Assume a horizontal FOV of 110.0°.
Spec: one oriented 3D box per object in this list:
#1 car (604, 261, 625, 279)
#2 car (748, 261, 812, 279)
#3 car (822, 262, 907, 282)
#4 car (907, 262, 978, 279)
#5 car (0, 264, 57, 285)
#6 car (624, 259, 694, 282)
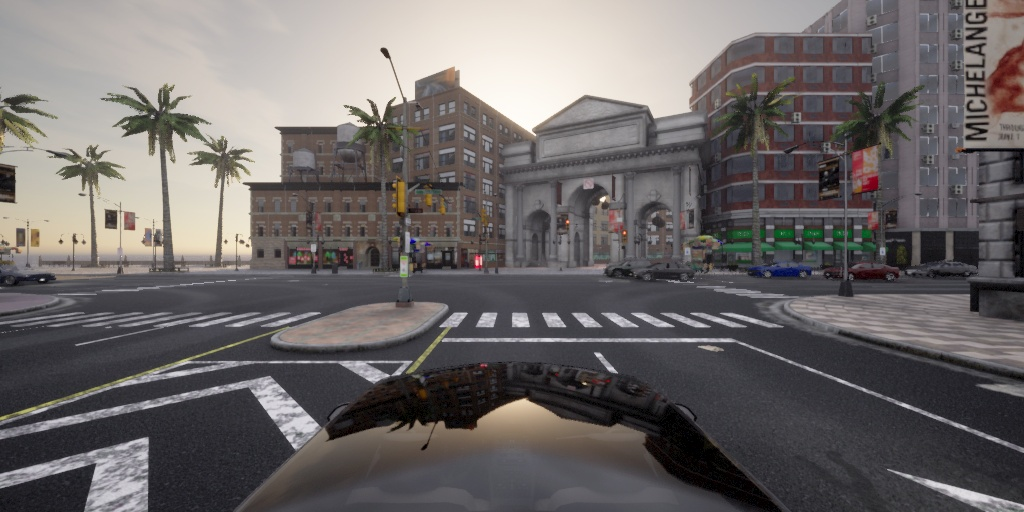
[{"bbox_3d":[10.658,1.101,32.181,4.553,1.767,2.097,0,0,0],"label":"car"},{"bbox_3d":[23.856,1.228,32.066,5.008,1.535,1.882,0,0,1],"label":"car"},{"bbox_3d":[27.660,1.227,28.525,5.008,1.535,1.882,0,0,1],"label":"car"},{"bbox_3d":[37.872,1.241,31.771,4.902,1.511,2.128,0,0,3],"label":"car"},{"bbox_3d":[-35.828,1.297,25.337,5.357,1.411,2.033,0,0,0],"label":"car"},{"bbox_3d":[11.908,1.257,28.626,4.892,1.490,1.837,1,0,-1],"label":"car"}]
